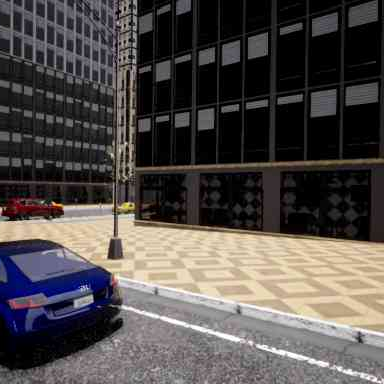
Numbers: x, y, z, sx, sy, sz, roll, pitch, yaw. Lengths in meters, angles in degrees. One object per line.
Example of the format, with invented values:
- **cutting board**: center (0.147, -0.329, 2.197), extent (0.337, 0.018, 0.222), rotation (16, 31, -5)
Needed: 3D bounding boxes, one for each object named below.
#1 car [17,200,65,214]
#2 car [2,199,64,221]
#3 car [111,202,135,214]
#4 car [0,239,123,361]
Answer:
- **car**: center (-17.367, 1.643, 38.546), extent (1.752, 1.417, 4.829), rotation (1, 0, 36)
- **car**: center (-13.835, 1.520, 29.184), extent (2.192, 1.841, 5.009), rotation (1, 0, 36)
- **car**: center (-7.071, 1.830, 38.420), extent (1.752, 1.417, 4.829), rotation (1, 0, 36)
- **car**: center (-3.235, 1.561, 5.973), extent (4.181, 1.385, 1.994), rotation (0, 0, 34)
